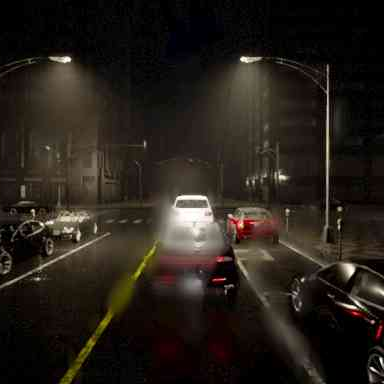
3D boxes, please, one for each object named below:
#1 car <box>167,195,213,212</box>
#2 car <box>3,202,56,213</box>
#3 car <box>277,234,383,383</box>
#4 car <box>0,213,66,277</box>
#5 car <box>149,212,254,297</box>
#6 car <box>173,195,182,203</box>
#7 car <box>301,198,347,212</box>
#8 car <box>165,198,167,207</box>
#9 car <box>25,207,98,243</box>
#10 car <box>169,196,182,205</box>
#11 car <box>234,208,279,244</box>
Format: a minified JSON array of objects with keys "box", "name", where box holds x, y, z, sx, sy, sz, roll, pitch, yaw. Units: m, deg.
[{"box":[-0.009,1.223,18.515,2.150,2.045,5.566,0,0,0],"name":"car"},{"box":[-16.430,1.652,33.940,4.718,1.301,1.895,0,0,0],"name":"car"},{"box":[2.761,1.566,4.590,1.947,1.339,4.313,0,0,0],"name":"car"},{"box":[-5.769,1.566,10.217,1.947,1.339,4.313,0,0,0],"name":"car"},{"box":[0.059,1.491,8.593,2.128,1.511,4.902,0,0,0],"name":"car"},{"box":[-3.103,1.544,73.915,1.837,1.490,4.892,0,0,0],"name":"car"},{"box":[14.863,1.462,37.481,4.892,1.490,1.837,0,0,0],"name":"car"},{"box":[-3.076,1.371,52.149,2.097,1.767,4.553,0,0,-1],"name":"car"},{"box":[-5.773,1.551,15.854,2.008,1.369,4.403,0,0,0],"name":"car"},{"box":[-3.107,1.521,62.624,2.128,1.511,4.902,0,0,0],"name":"car"},{"box":[2.751,1.441,15.862,1.967,1.590,4.097,0,0,0],"name":"car"}]
